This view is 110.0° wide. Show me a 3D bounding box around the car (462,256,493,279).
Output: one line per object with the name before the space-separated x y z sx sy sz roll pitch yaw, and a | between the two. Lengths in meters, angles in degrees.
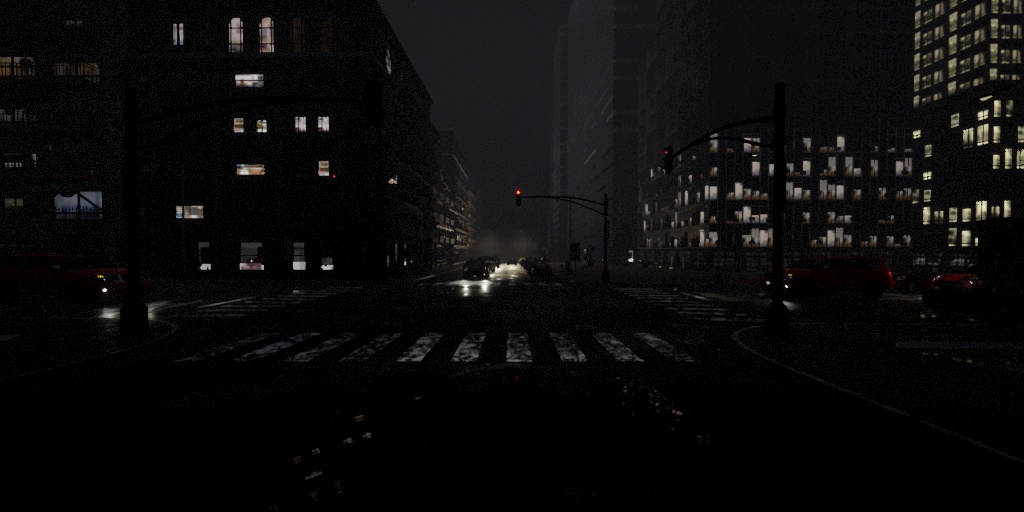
car | -3.092 1.080 31.749 2.097 1.767 4.553 0 0 -1

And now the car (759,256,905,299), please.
car | 15.704 1.020 18.076 5.566 2.045 2.150 0 1 1

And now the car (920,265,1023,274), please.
car | 24.095 1.189 17.966 4.553 1.767 2.097 0 1 1

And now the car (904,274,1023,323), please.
car | 16.708 1.445 12.159 4.403 1.370 2.007 0 0 1

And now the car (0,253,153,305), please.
car | -18.849 0.911 15.324 5.566 2.045 2.150 0 1 1

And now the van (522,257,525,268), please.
van | 2.626 1.045 49.394 1.690 1.789 3.998 0 0 0

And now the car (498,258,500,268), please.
car | -3.112 0.912 57.569 2.150 2.045 5.566 0 0 0

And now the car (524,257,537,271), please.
car | 2.633 1.159 38.102 1.967 1.591 4.097 0 0 0

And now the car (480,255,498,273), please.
car | -3.130 0.933 43.002 2.150 2.045 5.566 0 0 0

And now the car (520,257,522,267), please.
car | 2.622 1.240 55.040 1.888 1.381 4.507 0 0 0

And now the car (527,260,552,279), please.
car | 2.637 1.272 32.457 1.888 1.381 4.507 0 0 0

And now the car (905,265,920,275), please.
car | 23.361 1.230 20.711 4.097 1.591 1.967 0 0 1
